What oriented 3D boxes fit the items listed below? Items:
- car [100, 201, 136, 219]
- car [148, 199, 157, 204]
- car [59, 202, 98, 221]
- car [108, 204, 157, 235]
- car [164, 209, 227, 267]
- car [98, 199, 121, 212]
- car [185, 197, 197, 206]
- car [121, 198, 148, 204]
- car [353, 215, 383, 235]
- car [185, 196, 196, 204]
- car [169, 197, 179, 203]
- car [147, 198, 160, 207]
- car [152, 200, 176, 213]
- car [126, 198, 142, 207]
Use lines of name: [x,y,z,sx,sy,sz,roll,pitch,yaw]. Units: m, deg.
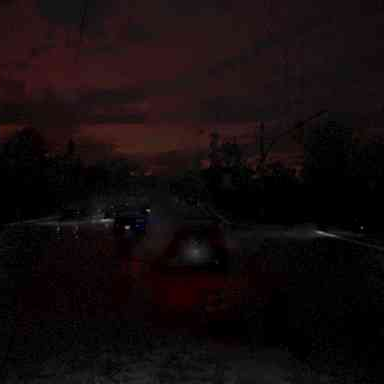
car: [-7.083,1.842,32.201,1.994,1.385,4.181,0,0,0]
car: [-7.001,1.942,50.909,1.994,1.385,4.181,0,0,0]
car: [-10.586,1.743,30.789,1.882,1.535,5.008,0,0,0]
car: [-3.402,1.697,19.834,1.812,1.442,4.674,0,-1,0]
car: [0.099,1.580,11.827,1.882,1.535,5.008,0,0,0]
car: [-10.537,1.835,40.277,2.128,1.511,4.902,0,0,0]
car: [-0.014,1.876,62.336,2.033,1.411,5.357,0,0,0]
car: [-7.036,1.873,40.957,1.812,1.442,4.674,0,0,0]
car: [12.074,1.768,19.445,4.718,1.301,1.895,0,0,-3]
car: [-0.407,1.742,72.692,2.128,1.511,4.902,0,1,-5]
car: [-3.890,1.744,72.312,1.812,1.442,4.674,0,1,-5]
car: [-7.012,1.903,60.905,1.994,1.385,4.181,0,0,0]
car: [-3.401,1.946,40.602,1.895,1.301,4.718,0,0,0]
car: [-10.514,1.886,60.972,2.033,1.411,5.357,0,0,0]
